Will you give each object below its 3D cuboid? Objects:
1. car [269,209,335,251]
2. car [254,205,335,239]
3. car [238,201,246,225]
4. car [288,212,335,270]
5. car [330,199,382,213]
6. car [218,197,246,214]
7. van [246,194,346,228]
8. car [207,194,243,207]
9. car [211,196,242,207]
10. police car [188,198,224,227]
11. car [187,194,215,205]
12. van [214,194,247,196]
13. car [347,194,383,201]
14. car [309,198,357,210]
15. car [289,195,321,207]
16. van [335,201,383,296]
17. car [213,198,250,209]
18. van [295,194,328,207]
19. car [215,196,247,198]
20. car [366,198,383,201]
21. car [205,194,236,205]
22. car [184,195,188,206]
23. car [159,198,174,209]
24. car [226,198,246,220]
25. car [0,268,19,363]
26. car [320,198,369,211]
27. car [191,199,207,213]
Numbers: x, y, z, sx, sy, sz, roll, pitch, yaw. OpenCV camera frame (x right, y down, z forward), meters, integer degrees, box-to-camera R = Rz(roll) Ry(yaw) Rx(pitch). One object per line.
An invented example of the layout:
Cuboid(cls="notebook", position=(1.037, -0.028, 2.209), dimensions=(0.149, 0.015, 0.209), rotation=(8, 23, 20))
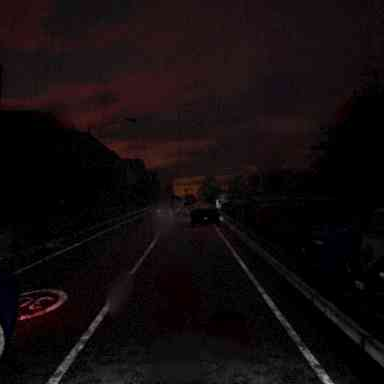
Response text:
Cuboid(cls="car", position=(5.554, 1.511, 12.161), dimensions=(4.792, 1.488, 2.163), rotation=(0, 0, 0))
Cuboid(cls="car", position=(5.536, 1.513, 14.965), dimensions=(4.792, 1.488, 2.163), rotation=(0, 0, 0))
Cuboid(cls="car", position=(5.558, 1.515, 20.572), dimensions=(4.792, 1.488, 2.163), rotation=(0, 0, 0))
Cuboid(cls="car", position=(5.596, 1.480, 9.358), dimensions=(5.008, 1.535, 2.097), rotation=(0, 0, 0))
Cuboid(cls="car", position=(18.469, 1.552, 37.606), dimensions=(4.792, 1.488, 2.163), rotation=(0, 0, 0))
Cuboid(cls="car", position=(5.433, 1.511, 34.580), dimensions=(4.892, 1.521, 2.231), rotation=(0, 0, 0))
Cuboid(cls="van", position=(5.430, 1.259, 17.767), dimensions=(4.442, 1.987, 1.878), rotation=(0, 0, 0))
Cuboid(cls="car", position=(5.347, 1.334, 54.207), dimensions=(5.566, 2.045, 2.435), rotation=(0, 0, 0))
Cuboid(cls="car", position=(5.302, 1.446, 51.405), dimensions=(4.553, 1.767, 2.185), rotation=(0, 0, 0))
Cuboid(cls="police car", position=(0.856, 1.443, 23.382), dimensions=(1.930, 1.638, 5.238), rotation=(0, 0, 0))
Cuboid(cls="car", position=(0.806, 1.390, 33.263), dimensions=(2.097, 1.767, 4.553), rotation=(0, 0, 0))
Cuboid(cls="van", position=(5.500, 1.314, 42.996), dimensions=(4.442, 1.987, 1.878), rotation=(0, 0, 0))
Cuboid(cls="car", position=(18.506, 1.252, 32.039), dimensions=(5.566, 2.045, 2.435), rotation=(0, 0, 0))
Cuboid(cls="car", position=(18.277, 1.539, 43.176), dimensions=(5.366, 1.575, 1.946), rotation=(0, 0, 0))
Cuboid(cls="car", position=(18.366, 1.461, 54.315), dimensions=(4.553, 1.767, 2.185), rotation=(0, 0, 0))
Cuboid(cls="van", position=(5.503, 1.253, 6.555), dimensions=(4.442, 1.987, 1.878), rotation=(0, 0, 0))
Cuboid(cls="car", position=(5.360, 1.552, 45.797), dimensions=(4.892, 1.521, 2.231), rotation=(0, 0, 0))
Cuboid(cls="van", position=(18.529, 1.347, 51.536), dimensions=(4.442, 1.987, 1.878), rotation=(0, 0, 0))
Cuboid(cls="car", position=(5.396, 1.530, 40.191), dimensions=(5.008, 1.535, 2.097), rotation=(0, 0, 0))
Cuboid(cls="car", position=(18.547, 1.497, 29.251), dimensions=(5.008, 1.535, 2.097), rotation=(0, 0, 0))
Cuboid(cls="car", position=(5.305, 1.389, 62.617), dimensions=(5.566, 2.045, 2.435), rotation=(0, 0, 0))
Cuboid(cls="car", position=(-0.286, 1.689, 56.063), dimensions=(1.994, 1.385, 4.181), rotation=(0, 0, 0))
Cuboid(cls="car", position=(-3.569, 1.613, 46.468), dimensions=(1.812, 1.442, 4.674), rotation=(0, 0, 0))
Cuboid(cls="car", position=(5.487, 1.489, 26.174), dimensions=(5.008, 1.535, 2.097), rotation=(0, 0, 0))
Cuboid(cls="car", position=(-3.362, 1.479, 2.626), dimensions=(1.882, 1.535, 5.008), rotation=(0, 0, 0))
Cuboid(cls="car", position=(18.474, 1.532, 40.391), dimensions=(5.008, 1.535, 2.097), rotation=(0, 0, 0))
Cuboid(cls="car", position=(0.775, 1.565, 39.302), dimensions=(1.837, 1.490, 4.892), rotation=(0, 0, 0))
